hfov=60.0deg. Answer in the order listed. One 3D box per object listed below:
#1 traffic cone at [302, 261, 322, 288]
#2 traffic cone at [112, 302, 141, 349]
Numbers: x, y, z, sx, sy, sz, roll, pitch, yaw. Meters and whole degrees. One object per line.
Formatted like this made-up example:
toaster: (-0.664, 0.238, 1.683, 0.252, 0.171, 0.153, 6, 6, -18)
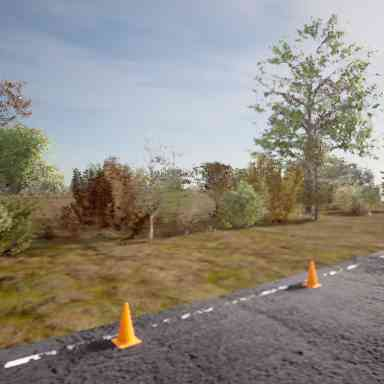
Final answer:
traffic cone: (2.898, 1.955, 8.016, 0.340, 0.580, 0.340, 0, 0, -39)
traffic cone: (-0.989, 1.965, 5.017, 0.340, 0.580, 0.340, 0, 0, -37)
